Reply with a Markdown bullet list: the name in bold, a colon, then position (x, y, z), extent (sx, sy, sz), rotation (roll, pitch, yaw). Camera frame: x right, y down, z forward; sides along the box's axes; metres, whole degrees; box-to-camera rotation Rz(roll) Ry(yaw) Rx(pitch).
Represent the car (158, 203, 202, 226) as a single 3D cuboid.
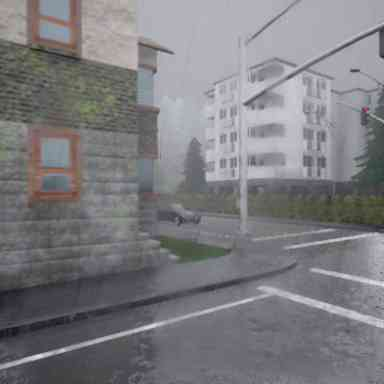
- **car**: position (-1.185, 1.624, 25.007), extent (1.837, 1.490, 4.892), rotation (0, 1, -36)
